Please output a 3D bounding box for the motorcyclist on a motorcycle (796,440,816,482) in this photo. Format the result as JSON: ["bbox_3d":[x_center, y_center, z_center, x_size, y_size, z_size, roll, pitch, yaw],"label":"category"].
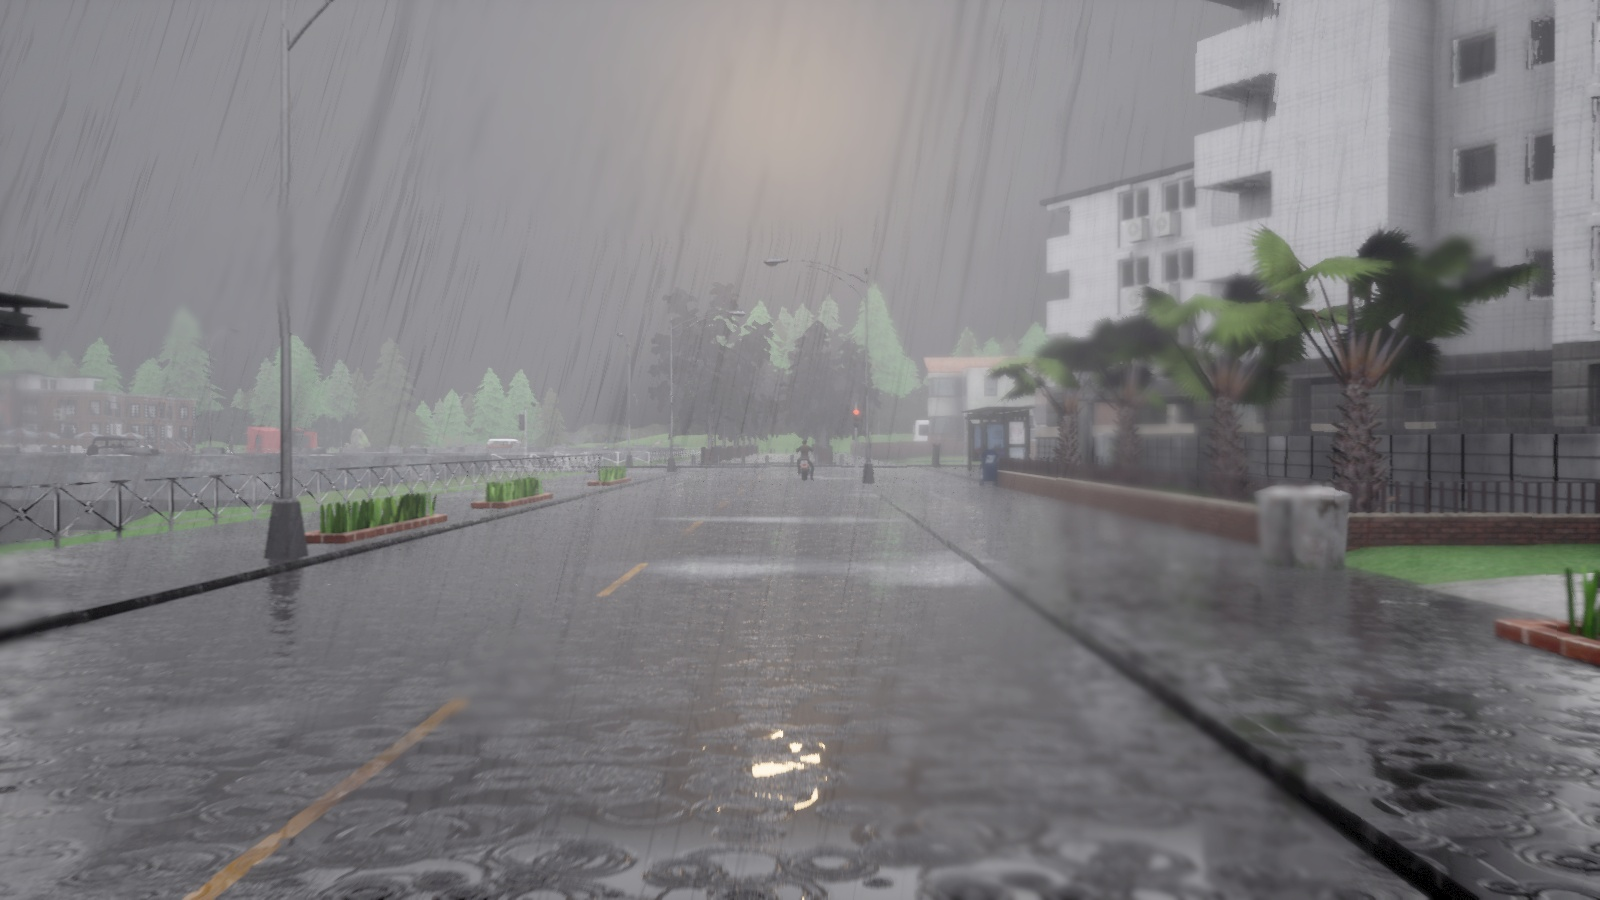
[{"bbox_3d":[0.233,0.418,49.548,0.766,1.649,2.350,0,0,1],"label":"motorcyclist on a motorcycle"}]

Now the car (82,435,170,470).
[{"bbox_3d":[-37.254,0.122,69.473,3.866,1.878,1.905,0,0,0],"label":"car"}]
